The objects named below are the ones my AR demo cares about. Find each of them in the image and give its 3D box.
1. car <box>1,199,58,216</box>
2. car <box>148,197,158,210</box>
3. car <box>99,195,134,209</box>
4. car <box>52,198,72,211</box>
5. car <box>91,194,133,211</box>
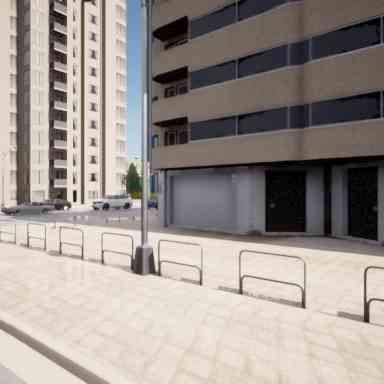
[{"bbox_3d":[-16.749,1.648,34.046,1.895,1.301,4.718,0,0,38],"label":"car"},{"bbox_3d":[-3.984,1.403,44.183,2.097,1.767,4.553,0,0,38],"label":"car"},{"bbox_3d":[-10.698,1.398,47.243,2.097,1.767,4.553,0,0,39],"label":"car"},{"bbox_3d":[-16.800,1.551,39.603,1.837,1.490,4.892,0,0,38],"label":"car"},{"bbox_3d":[-10.118,1.269,42.372,2.150,2.045,5.566,0,0,39],"label":"car"}]
